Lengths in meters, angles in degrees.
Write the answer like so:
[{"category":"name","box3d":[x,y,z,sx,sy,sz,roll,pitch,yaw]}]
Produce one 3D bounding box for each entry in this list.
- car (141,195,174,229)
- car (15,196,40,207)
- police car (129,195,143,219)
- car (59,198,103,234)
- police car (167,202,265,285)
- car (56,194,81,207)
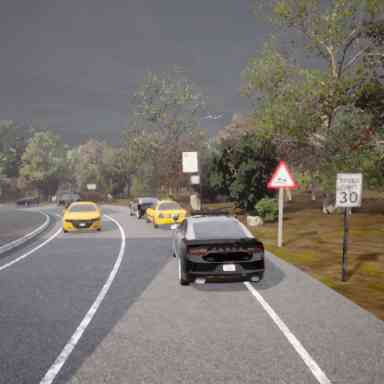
[{"category":"car","box3d":[-1.602,1.169,19.685,1.801,1.575,5.366,-2,1,-16]},{"category":"car","box3d":[-26.684,1.491,53.775,5.008,1.535,1.882,-2,3,34]},{"category":"police car","box3d":[-3.590,1.063,25.549,1.930,1.638,5.238,-2,1,-21]},{"category":"car","box3d":[-6.094,1.313,18.694,1.882,1.535,5.008,-1,1,-17]},{"category":"police car","box3d":[0.465,1.303,9.367,1.930,1.638,5.238,-1,1,-7]},{"category":"car","box3d":[-16.468,1.057,44.517,2.097,1.767,4.553,-5,3,-42]}]
